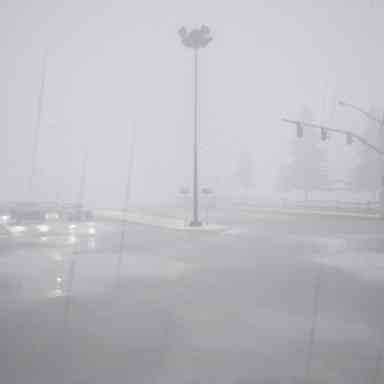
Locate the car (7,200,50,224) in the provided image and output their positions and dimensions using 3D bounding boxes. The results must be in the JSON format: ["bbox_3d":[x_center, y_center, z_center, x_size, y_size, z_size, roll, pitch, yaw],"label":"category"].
[{"bbox_3d":[-12.621,1.479,25.519,1.882,1.535,5.008,0,0,-35],"label":"car"}]

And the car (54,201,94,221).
[{"bbox_3d":[-9.614,1.603,27.321,1.895,1.301,4.718,0,0,-35],"label":"car"}]

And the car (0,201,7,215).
[{"bbox_3d":[-18.210,1.566,33.583,1.994,1.385,4.181,0,0,-34],"label":"car"}]

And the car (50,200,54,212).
[{"bbox_3d":[-15.339,1.567,35.583,1.994,1.385,4.181,0,0,-35],"label":"car"}]
